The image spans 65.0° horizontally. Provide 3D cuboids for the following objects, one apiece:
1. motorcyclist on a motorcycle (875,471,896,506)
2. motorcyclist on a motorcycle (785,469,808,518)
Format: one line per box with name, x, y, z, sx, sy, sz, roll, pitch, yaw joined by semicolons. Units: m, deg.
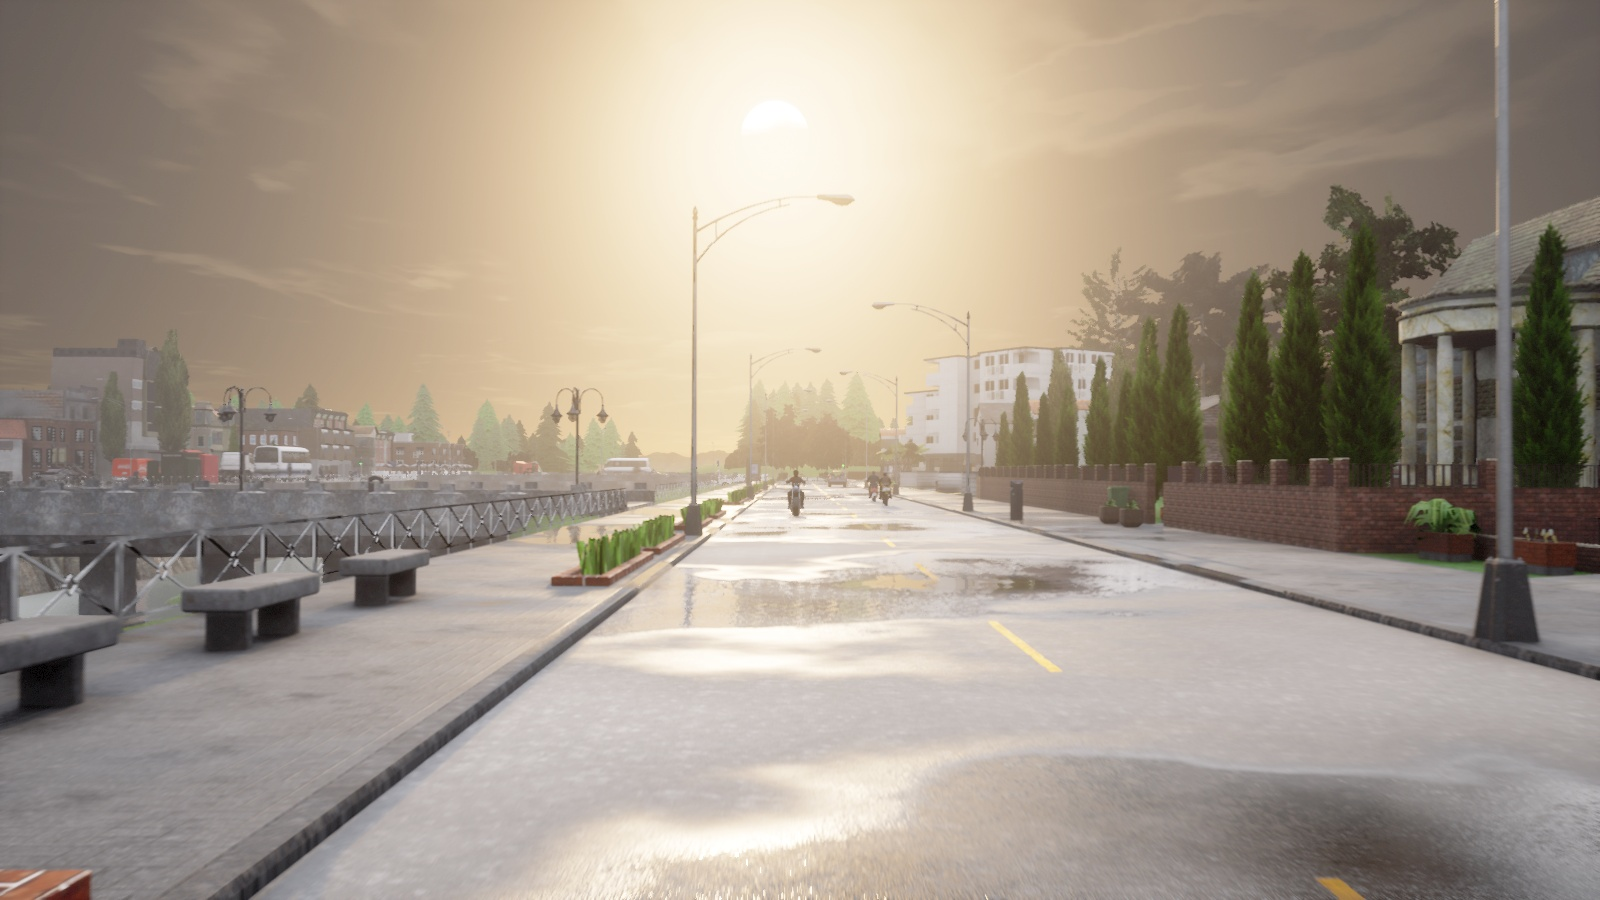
motorcyclist on a motorcycle;3.839;1.733;56.701;0.797;1.523;2.044;0;-1;0
motorcyclist on a motorcycle;-0.125;1.503;43.948;0.766;1.649;2.350;0;-1;0
